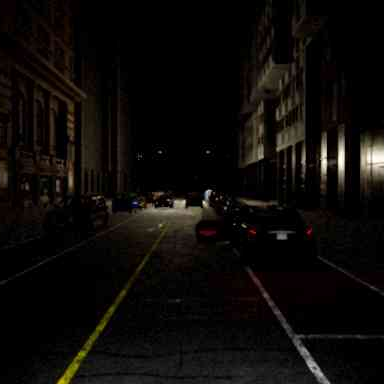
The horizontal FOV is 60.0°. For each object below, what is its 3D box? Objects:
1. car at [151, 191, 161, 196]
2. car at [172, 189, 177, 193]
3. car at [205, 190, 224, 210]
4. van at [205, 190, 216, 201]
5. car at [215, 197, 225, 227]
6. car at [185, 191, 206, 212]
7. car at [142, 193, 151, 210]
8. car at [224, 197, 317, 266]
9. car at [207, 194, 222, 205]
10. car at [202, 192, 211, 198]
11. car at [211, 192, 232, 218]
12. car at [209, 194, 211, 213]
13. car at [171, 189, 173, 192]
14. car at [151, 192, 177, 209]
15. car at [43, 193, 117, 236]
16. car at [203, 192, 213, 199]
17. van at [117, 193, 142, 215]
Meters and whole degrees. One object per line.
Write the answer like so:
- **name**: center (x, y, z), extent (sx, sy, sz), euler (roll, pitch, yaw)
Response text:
- **car**: center (-5.515, 0.830, 44.959), extent (1.967, 1.590, 4.097), euler (0, 1, 0)
- **car**: center (-5.332, 0.502, 78.567), extent (2.008, 1.369, 4.403), euler (0, 1, 0)
- **car**: center (2.980, 0.782, 39.323), extent (2.192, 1.841, 5.009), euler (0, 1, 0)
- **van**: center (3.072, 0.587, 56.128), extent (1.690, 1.788, 3.998), euler (0, 1, 0)
- **car**: center (2.888, 1.241, 22.522), extent (2.008, 1.369, 4.403), euler (0, 1, 0)
- **car**: center (0.251, 0.988, 36.009), extent (1.882, 1.535, 5.008), euler (0, 1, 1)
- **car**: center (-5.577, 1.066, 33.587), extent (1.752, 1.417, 4.829), euler (0, 1, 0)
- **car**: center (2.449, 1.197, 11.139), extent (2.097, 1.767, 4.553), euler (0, 1, 0)
- **car**: center (3.010, 0.975, 44.929), extent (1.802, 1.307, 4.206), euler (0, 1, 0)
- **car**: center (3.163, 0.609, 72.936), extent (1.802, 1.307, 4.206), euler (0, 1, 0)
- **car**: center (2.919, 1.055, 28.122), extent (1.967, 1.590, 4.097), euler (0, 1, 0)
- **car**: center (2.949, 1.123, 33.725), extent (1.802, 1.307, 4.206), euler (0, 1, 0)
- **car**: center (-5.393, 0.663, 67.365), extent (1.947, 1.339, 4.313), euler (0, 1, 0)
- **car**: center (-2.889, 1.040, 35.589), extent (1.812, 1.442, 4.674), euler (0, 1, 0)
- **car**: center (-5.667, 1.079, 16.951), extent (2.192, 1.841, 5.009), euler (0, 1, 0)
- **car**: center (3.132, 0.681, 67.335), extent (1.802, 1.307, 4.206), euler (0, 1, 0)
- **van**: center (-5.606, 0.954, 28.153), extent (1.690, 1.788, 3.998), euler (0, 1, 0)
